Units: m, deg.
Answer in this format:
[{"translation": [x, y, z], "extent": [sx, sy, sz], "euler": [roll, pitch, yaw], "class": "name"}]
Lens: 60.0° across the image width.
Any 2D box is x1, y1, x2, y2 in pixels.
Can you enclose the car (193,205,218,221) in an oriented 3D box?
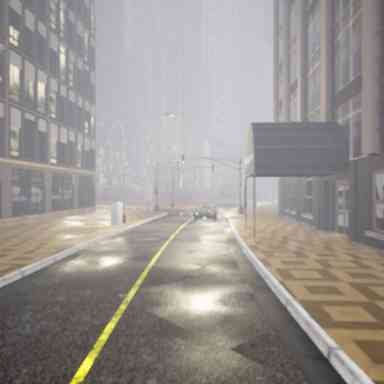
[{"translation": [1.202, 1.736, 28.062], "extent": [1.895, 1.301, 4.718], "euler": [0, 0, 6], "class": "car"}]
